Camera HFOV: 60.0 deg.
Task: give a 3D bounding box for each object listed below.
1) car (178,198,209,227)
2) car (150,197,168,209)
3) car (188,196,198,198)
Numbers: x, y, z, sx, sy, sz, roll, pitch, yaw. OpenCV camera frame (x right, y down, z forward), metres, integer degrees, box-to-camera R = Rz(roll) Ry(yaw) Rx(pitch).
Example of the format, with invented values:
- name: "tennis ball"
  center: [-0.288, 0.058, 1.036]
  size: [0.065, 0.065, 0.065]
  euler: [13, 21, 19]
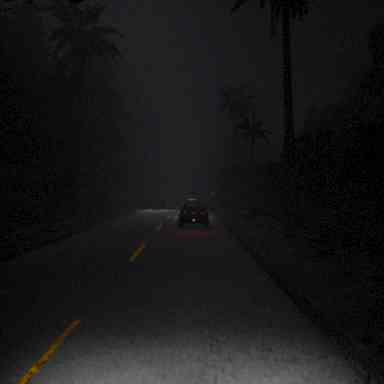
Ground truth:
- name: "car"
  center: [0.107, 1.416, 21.730]
  size: [2.128, 1.511, 4.902]
  euler: [0, 0, 0]
- name: "car"
  center: [-4.066, 1.360, 41.654]
  size: [1.837, 1.490, 4.892]
  euler: [0, 0, 0]
- name: "car"
  center: [0.116, 1.312, 51.343]
  size: [2.128, 1.511, 4.902]
  euler: [0, 0, 0]
